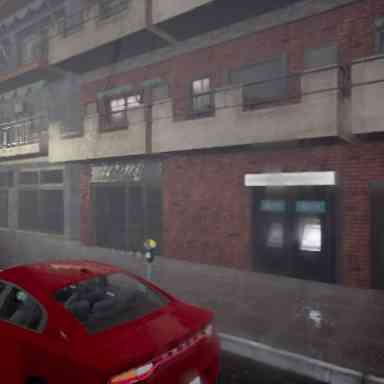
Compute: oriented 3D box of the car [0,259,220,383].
[{"bbox_3d":[-1.813,1.543,4.171,4.507,1.381,1.887,0,0,36],"label":"car"}]
